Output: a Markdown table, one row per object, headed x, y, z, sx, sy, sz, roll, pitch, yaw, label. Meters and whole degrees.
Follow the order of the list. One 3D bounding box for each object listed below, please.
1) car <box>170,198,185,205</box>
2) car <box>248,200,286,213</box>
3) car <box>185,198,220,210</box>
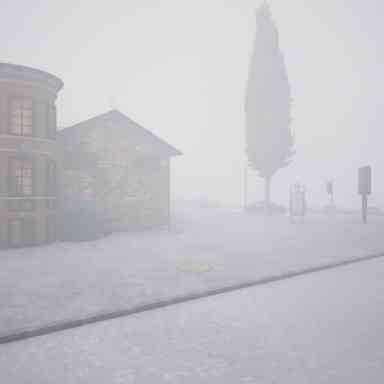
| x | y | z | sx | sy | sz | roll | pitch | yaw | label |
| --- | --- | --- | --- | --- | --- | --- | --- | --- | --- |
| -2.577 | 1.600 | 57.157 | 1.895 | 1.301 | 4.718 | 0 | 0 | -36 | car |
| 7.851 | 1.564 | 35.343 | 1.994 | 1.385 | 4.181 | 0 | 0 | -36 | car |
| 1.693 | 1.492 | 43.969 | 2.128 | 1.511 | 4.902 | 0 | 0 | -35 | car |
